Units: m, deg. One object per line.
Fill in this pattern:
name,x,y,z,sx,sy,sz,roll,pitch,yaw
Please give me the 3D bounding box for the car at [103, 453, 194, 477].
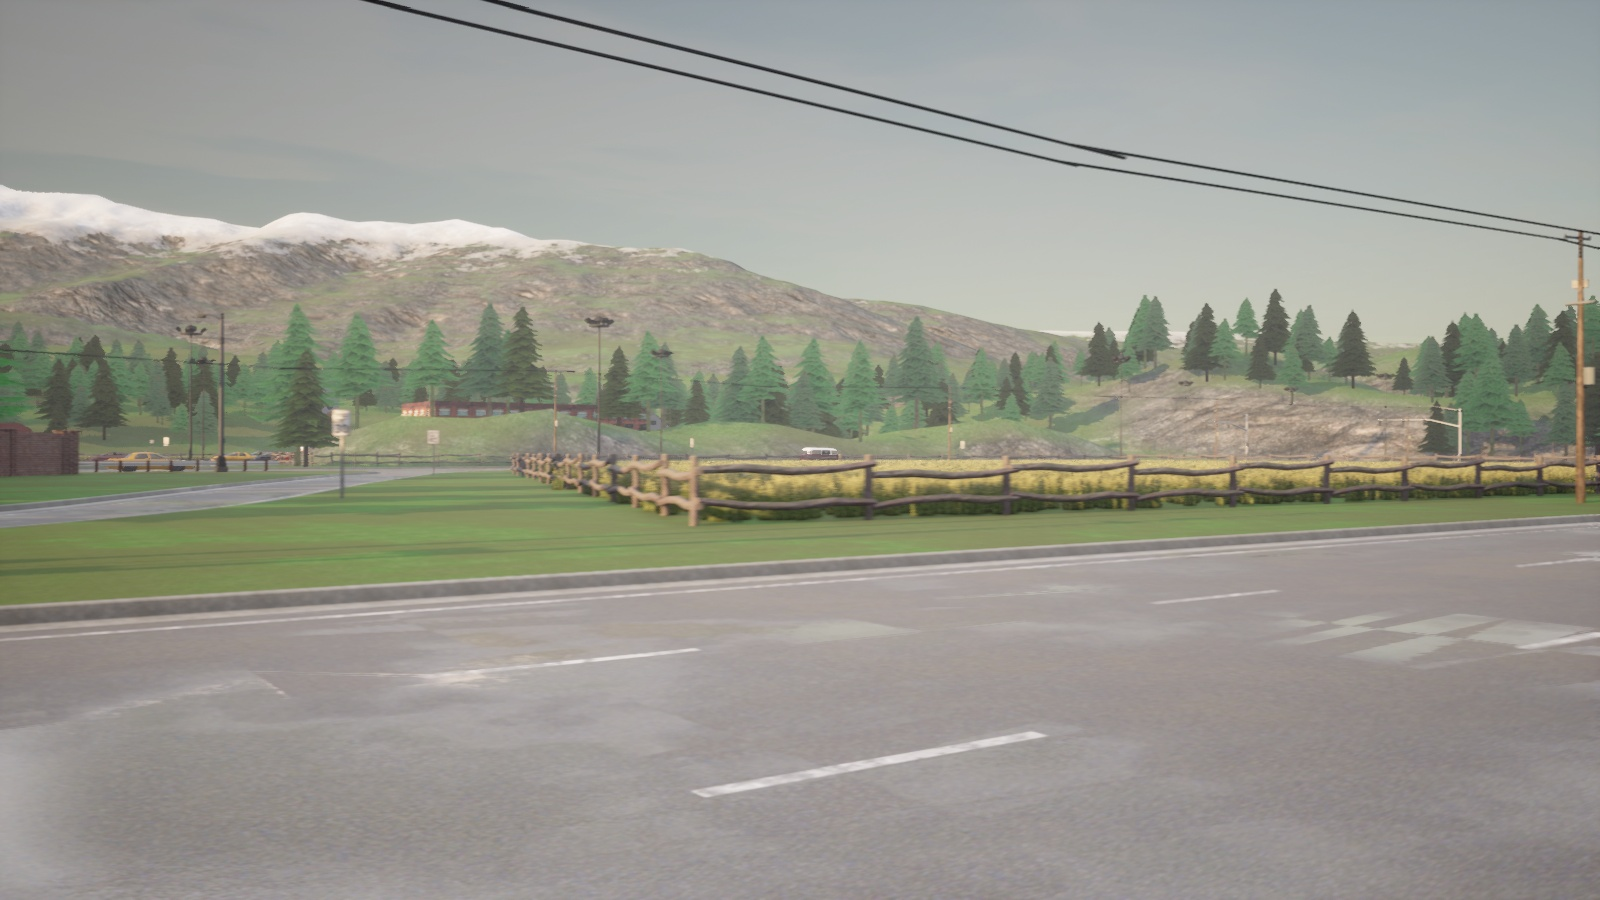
car,-44.459,0.984,85.765,5.366,1.575,1.801,0,0,-35
